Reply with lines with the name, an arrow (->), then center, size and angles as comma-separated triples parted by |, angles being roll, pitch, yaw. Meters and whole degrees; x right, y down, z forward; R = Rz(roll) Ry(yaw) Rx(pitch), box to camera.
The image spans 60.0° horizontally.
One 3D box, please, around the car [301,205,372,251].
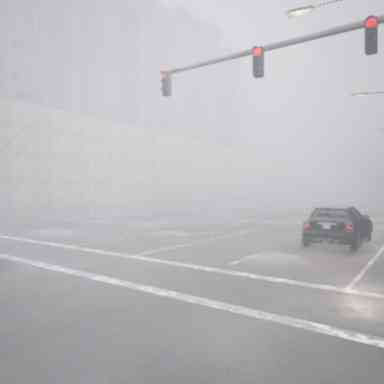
car -> 6.405, 1.355, 14.476 | 2.097, 1.767, 4.553 | 0, 0, 36
